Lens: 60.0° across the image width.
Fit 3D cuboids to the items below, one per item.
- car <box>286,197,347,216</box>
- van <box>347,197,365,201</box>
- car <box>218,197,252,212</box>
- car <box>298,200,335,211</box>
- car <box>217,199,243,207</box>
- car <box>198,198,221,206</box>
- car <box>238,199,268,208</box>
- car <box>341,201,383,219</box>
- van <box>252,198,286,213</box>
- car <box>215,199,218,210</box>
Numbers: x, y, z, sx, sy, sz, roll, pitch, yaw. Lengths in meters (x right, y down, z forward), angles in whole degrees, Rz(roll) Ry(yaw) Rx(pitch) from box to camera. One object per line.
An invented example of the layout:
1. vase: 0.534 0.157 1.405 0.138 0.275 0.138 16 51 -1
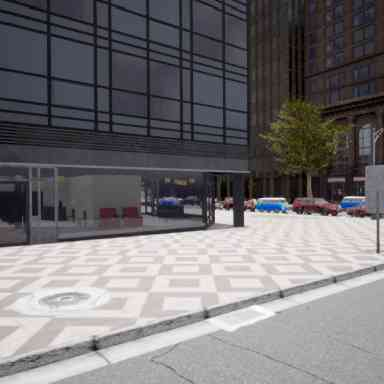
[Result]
1. car: 12.767 1.517 34.448 2.192 1.841 5.009 -1 0 -35
2. van: 19.710 1.456 39.396 1.690 1.788 3.998 -1 0 -35
3. car: 6.185 1.627 43.706 2.192 1.841 5.009 -1 0 -35
4. car: 16.424 1.736 44.025 1.947 1.339 4.313 -1 0 -35
5. car: 6.551 1.872 57.910 1.887 1.381 4.507 -1 0 -35
6. car: 3.260 1.929 62.538 2.008 1.369 4.403 -1 0 -35
7. car: 9.743 1.803 53.420 1.752 1.417 4.829 -1 0 -35
8. car: 16.064 1.727 29.820 1.802 1.307 4.206 -1 0 -35
9. van: 9.476 1.599 39.077 1.690 1.788 3.998 -1 0 -35
10. car: 2.899 1.915 48.336 2.008 1.369 4.403 -1 0 -35
